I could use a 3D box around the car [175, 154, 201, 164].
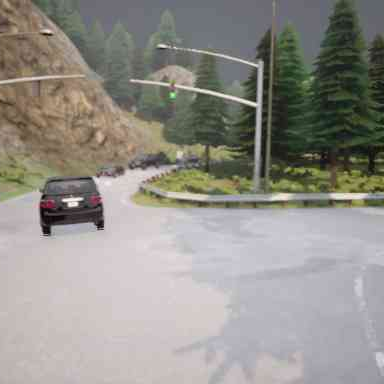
[{"bbox_3d":[-0.602,-5.148,52.021,2.097,1.767,4.553,5,10,41],"label":"car"}]

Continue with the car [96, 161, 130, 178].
[{"bbox_3d":[-8.371,-2.260,34.440,1.994,1.385,4.181,2,9,7],"label":"car"}]

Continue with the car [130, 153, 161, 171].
[{"bbox_3d":[-6.100,-3.988,43.613,2.150,2.045,5.566,3,9,25],"label":"car"}]

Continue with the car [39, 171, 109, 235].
[{"bbox_3d":[-4.873,0.347,13.451,2.150,2.045,5.566,-5,5,-21],"label":"car"}]
